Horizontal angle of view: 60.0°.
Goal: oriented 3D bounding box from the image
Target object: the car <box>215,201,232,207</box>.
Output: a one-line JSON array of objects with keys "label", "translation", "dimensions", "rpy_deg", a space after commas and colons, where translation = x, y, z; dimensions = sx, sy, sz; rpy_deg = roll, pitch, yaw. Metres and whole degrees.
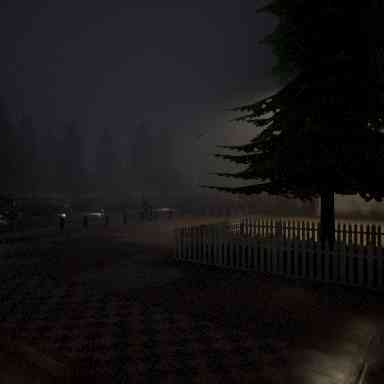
[{"label": "car", "translation": [5.147, 1.564, 48.961], "dimensions": [1.994, 1.385, 4.181], "rpy_deg": [0, 0, 35]}]

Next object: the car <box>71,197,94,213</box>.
[{"label": "car", "translation": [-12.570, 1.352, 36.448], "dimensions": [2.097, 1.767, 4.553], "rpy_deg": [0, 0, 36]}]

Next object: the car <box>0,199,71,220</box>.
[{"label": "car", "translation": [-13.687, 1.547, 28.861], "dimensions": [2.033, 1.411, 5.357], "rpy_deg": [0, 0, 35]}]

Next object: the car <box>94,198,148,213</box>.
[{"label": "car", "translation": [-7.838, 1.547, 37.055], "dimensions": [2.033, 1.411, 5.357], "rpy_deg": [0, 0, 35]}]

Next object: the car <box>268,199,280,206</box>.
[{"label": "car", "translation": [14.328, 1.547, 55.741], "dimensions": [2.033, 1.411, 5.357], "rpy_deg": [0, 0, 36]}]

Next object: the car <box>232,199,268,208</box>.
[{"label": "car", "translation": [8.414, 1.221, 47.443], "dimensions": [2.150, 2.045, 5.566], "rpy_deg": [0, 0, 36]}]

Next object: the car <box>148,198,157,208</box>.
[{"label": "car", "translation": [-6.621, 1.526, 44.779], "dimensions": [1.812, 1.442, 4.674], "rpy_deg": [0, 0, 36]}]

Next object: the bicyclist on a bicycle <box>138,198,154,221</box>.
[{"label": "bicyclist on a bicycle", "translation": [-3.385, 1.302, 24.388], "dimensions": [1.656, 1.620, 0.582], "rpy_deg": [0, 0, 36]}]

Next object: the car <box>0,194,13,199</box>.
[{"label": "car", "translation": [-18.174, 1.222, 28.597], "dimensions": [2.150, 2.045, 5.566], "rpy_deg": [0, 0, 35]}]

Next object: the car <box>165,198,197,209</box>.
[{"label": "car", "translation": [-1.482, 1.547, 45.934], "dimensions": [2.033, 1.411, 5.357], "rpy_deg": [0, 0, 36]}]
